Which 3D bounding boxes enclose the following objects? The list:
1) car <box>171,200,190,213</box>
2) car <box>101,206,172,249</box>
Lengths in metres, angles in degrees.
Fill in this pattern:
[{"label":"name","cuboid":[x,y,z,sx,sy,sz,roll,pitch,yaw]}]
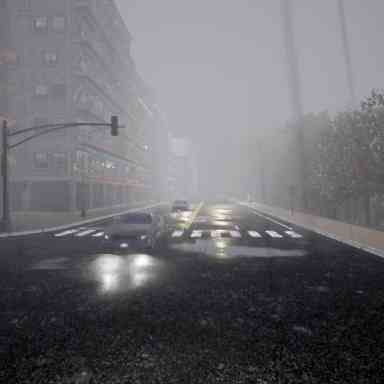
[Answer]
[{"label":"car","cuboid":[-1.201,1.557,37.235,2.033,1.411,5.357,0,0,3]},{"label":"car","cuboid":[-2.368,1.573,14.901,2.033,1.411,5.357,0,0,3]}]
